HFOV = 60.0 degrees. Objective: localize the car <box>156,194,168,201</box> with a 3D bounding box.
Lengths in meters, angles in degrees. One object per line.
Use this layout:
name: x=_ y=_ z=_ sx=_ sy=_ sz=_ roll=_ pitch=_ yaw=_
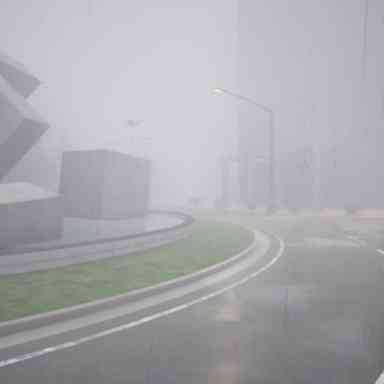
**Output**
car: x=-6.742 y=1.309 z=74.437 sx=1.837 sy=1.490 sz=4.892 roll=0 pitch=0 yaw=8
